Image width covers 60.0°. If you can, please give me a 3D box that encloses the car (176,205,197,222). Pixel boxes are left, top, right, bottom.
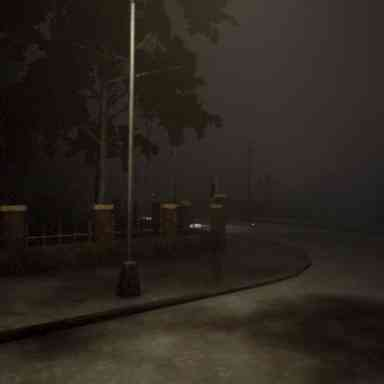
[{"bbox_3d":[-1.373,1.756,26.874,1.994,1.385,4.181,1,-1,-35],"label":"car"}]

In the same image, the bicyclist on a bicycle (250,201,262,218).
[{"bbox_3d":[5.972,1.653,31.032,1.656,1.620,0.582,1,0,-35],"label":"bicyclist on a bicycle"}]

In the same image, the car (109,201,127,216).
[{"bbox_3d":[-7.299,1.685,35.240,2.128,1.511,4.902,1,-1,-35],"label":"car"}]
